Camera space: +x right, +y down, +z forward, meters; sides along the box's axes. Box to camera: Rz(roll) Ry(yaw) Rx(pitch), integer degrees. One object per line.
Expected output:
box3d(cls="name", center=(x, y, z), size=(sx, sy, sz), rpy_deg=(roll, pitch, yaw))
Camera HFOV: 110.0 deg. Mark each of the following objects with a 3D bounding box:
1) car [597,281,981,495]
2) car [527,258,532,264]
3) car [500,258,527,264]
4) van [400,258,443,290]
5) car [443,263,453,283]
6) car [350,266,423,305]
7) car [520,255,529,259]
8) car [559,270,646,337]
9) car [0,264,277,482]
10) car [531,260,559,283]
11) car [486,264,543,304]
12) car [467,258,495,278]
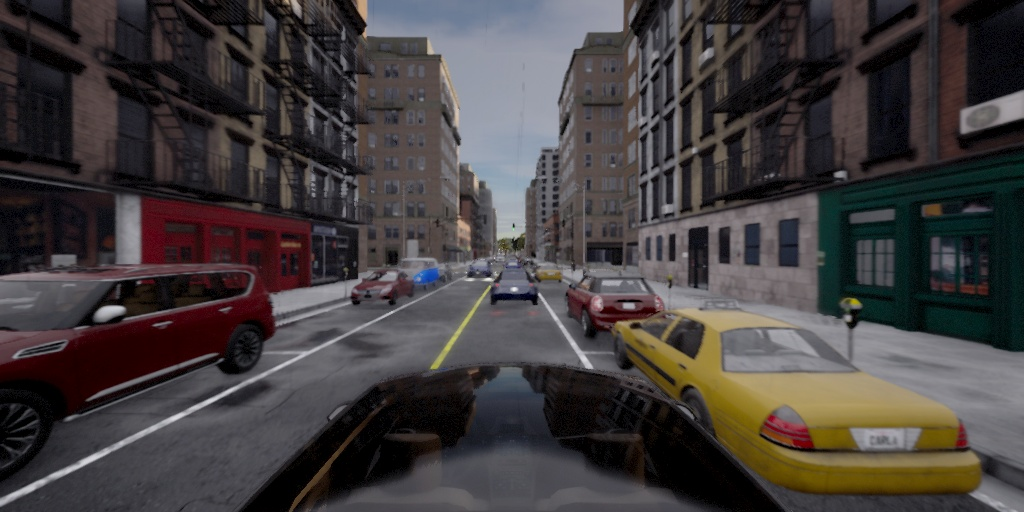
box3d(cls="car", center=(2.664, 1.261, 4.875), size=(1.751, 1.417, 4.829), rpy_deg=(0, 0, 0))
box3d(cls="car", center=(2.634, 1.153, 31.736), size=(2.007, 1.370, 4.403), rpy_deg=(0, 0, 0))
box3d(cls="car", center=(0.076, 1.126, 32.306), size=(1.812, 1.442, 4.674), rpy_deg=(0, 0, -1))
box3d(cls="van", center=(-5.395, 0.996, 20.921), size=(1.690, 1.789, 3.998), rpy_deg=(0, 0, 0))
box3d(cls="car", center=(-5.394, 1.179, 26.327), size=(2.007, 1.370, 4.403), rpy_deg=(0, 0, 0))
box3d(cls="car", center=(-5.395, 1.264, 15.515), size=(1.802, 1.307, 4.207), rpy_deg=(0, 0, 0))
box3d(cls="car", center=(2.627, 1.022, 58.611), size=(2.007, 1.370, 4.403), rpy_deg=(0, 0, 0))
box3d(cls="car", center=(2.658, 1.149, 10.111), size=(1.967, 1.591, 4.097), rpy_deg=(0, 0, 0))
box3d(cls="car", center=(-5.396, 1.050, 4.702), size=(2.192, 1.841, 5.009), rpy_deg=(0, 0, 0))
box3d(cls="car", center=(2.640, 1.155, 26.500), size=(1.751, 1.417, 4.829), rpy_deg=(0, 0, 0))
box3d(cls="car", center=(0.094, 1.245, 15.844), size=(1.994, 1.385, 4.181), rpy_deg=(0, 0, 0))
box3d(cls="car", center=(-2.785, 1.128, 31.770), size=(1.812, 1.442, 4.674), rpy_deg=(0, 0, 1))
